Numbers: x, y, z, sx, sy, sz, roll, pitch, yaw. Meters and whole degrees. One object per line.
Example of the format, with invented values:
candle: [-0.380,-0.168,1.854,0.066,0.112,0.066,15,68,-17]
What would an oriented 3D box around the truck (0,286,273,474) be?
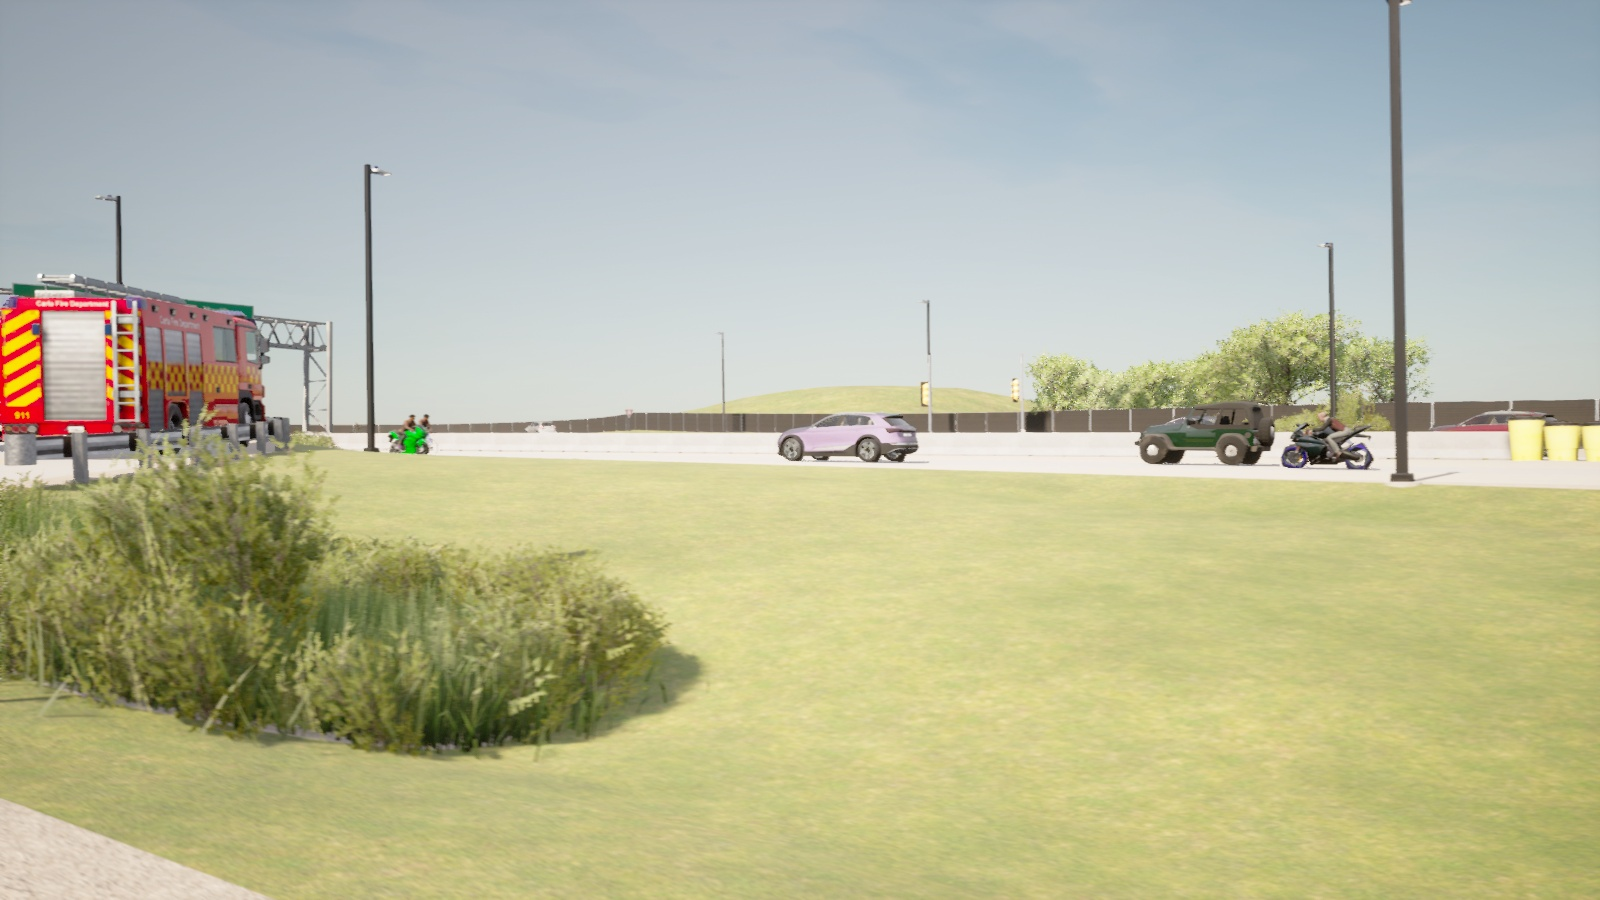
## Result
truck: [-15.436,-1.609,30.081,2.891,3.827,8.468,-1,2,-7]

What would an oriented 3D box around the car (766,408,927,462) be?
car: [1.475,-0.451,40.705,4.856,1.649,2.033,0,1,34]

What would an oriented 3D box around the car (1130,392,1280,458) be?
car: [12.126,-0.710,37.667,3.866,1.878,1.905,0,1,34]

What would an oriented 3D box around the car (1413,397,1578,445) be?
car: [25.160,-1.045,45.586,2.033,1.649,4.856,-2,2,-33]

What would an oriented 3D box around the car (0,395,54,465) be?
car: [-19.697,-0.525,31.140,1.851,1.617,3.988,-2,3,-28]

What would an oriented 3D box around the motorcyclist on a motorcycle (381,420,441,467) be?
motorcyclist on a motorcycle: [-13.069,-0.215,42.165,2.044,1.523,0.797,0,1,34]

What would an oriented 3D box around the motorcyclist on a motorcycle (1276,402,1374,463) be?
motorcyclist on a motorcycle: [13.566,-0.445,32.449,2.191,1.530,0.866,0,1,34]
